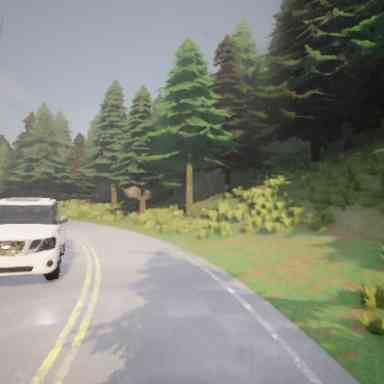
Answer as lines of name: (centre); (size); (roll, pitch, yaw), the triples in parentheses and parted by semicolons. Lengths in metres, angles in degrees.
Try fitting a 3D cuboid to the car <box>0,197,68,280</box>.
car: (-4.979, 1.208, 9.921); (2.150, 2.045, 5.566); (1, 0, -18)
